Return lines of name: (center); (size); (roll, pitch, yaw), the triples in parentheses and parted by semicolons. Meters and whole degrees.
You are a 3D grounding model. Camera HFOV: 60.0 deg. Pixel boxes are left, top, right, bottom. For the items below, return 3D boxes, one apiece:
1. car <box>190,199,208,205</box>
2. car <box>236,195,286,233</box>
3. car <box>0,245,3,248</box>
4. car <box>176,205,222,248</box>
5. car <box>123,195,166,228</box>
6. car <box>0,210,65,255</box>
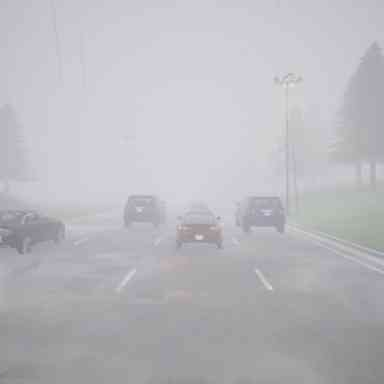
car: (0.733, 1.490, 34.731); (1.812, 1.442, 4.674); (0, 0, 1)
car: (3.912, 1.206, 19.671); (2.150, 2.045, 5.566); (0, 0, 1)
car: (-3.373, 1.470, 1.723); (1.882, 1.535, 5.008); (0, 0, 0)
car: (0.308, 1.511, 14.618); (1.812, 1.442, 4.674); (0, 0, 1)
car: (-3.035, 1.192, 22.220); (2.150, 2.045, 5.566); (0, 0, 1)
car: (-6.720, 1.467, 13.203); (2.128, 1.511, 4.902); (0, 0, 1)
